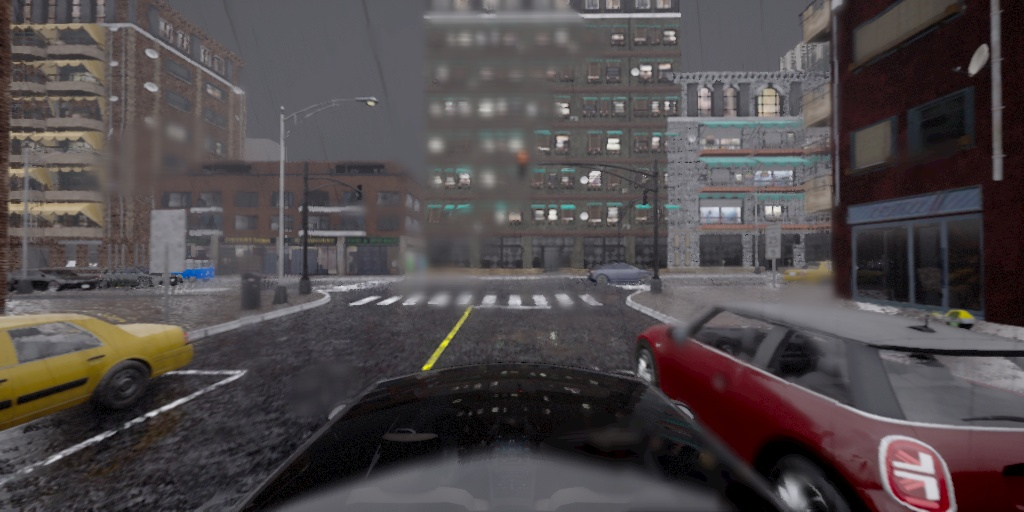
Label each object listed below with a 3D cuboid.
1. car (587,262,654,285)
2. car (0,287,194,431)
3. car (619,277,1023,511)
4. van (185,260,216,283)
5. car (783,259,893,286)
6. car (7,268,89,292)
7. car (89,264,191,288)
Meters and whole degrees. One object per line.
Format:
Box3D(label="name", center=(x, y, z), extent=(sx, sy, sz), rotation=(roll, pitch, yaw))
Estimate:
Box3D(label="car", center=(6.808, 1.083, 22.441), extent=(4.181, 1.385, 1.994), rotation=(-1, -1, 1))
Box3D(label="car", center=(-5.827, 1.264, 3.483), extent=(1.751, 1.417, 4.829), rotation=(0, 0, 0))
Box3D(label="car", center=(2.738, 1.177, 3.705), extent=(1.967, 1.591, 4.097), rotation=(0, 0, 0))
Box3D(label="van", center=(-26.057, 1.230, 28.608), extent=(3.998, 1.789, 1.690), rotation=(0, 0, 1))
Box3D(label="car", center=(17.657, 0.917, 19.581), extent=(4.829, 1.417, 1.751), rotation=(0, 0, 1))
Box3D(label="car", center=(-26.183, 1.361, 20.229), extent=(4.313, 1.339, 1.948), rotation=(0, 0, 1))
Box3D(label="car", center=(-23.620, 1.369, 22.890), extent=(4.181, 1.385, 1.994), rotation=(0, -1, 1))
